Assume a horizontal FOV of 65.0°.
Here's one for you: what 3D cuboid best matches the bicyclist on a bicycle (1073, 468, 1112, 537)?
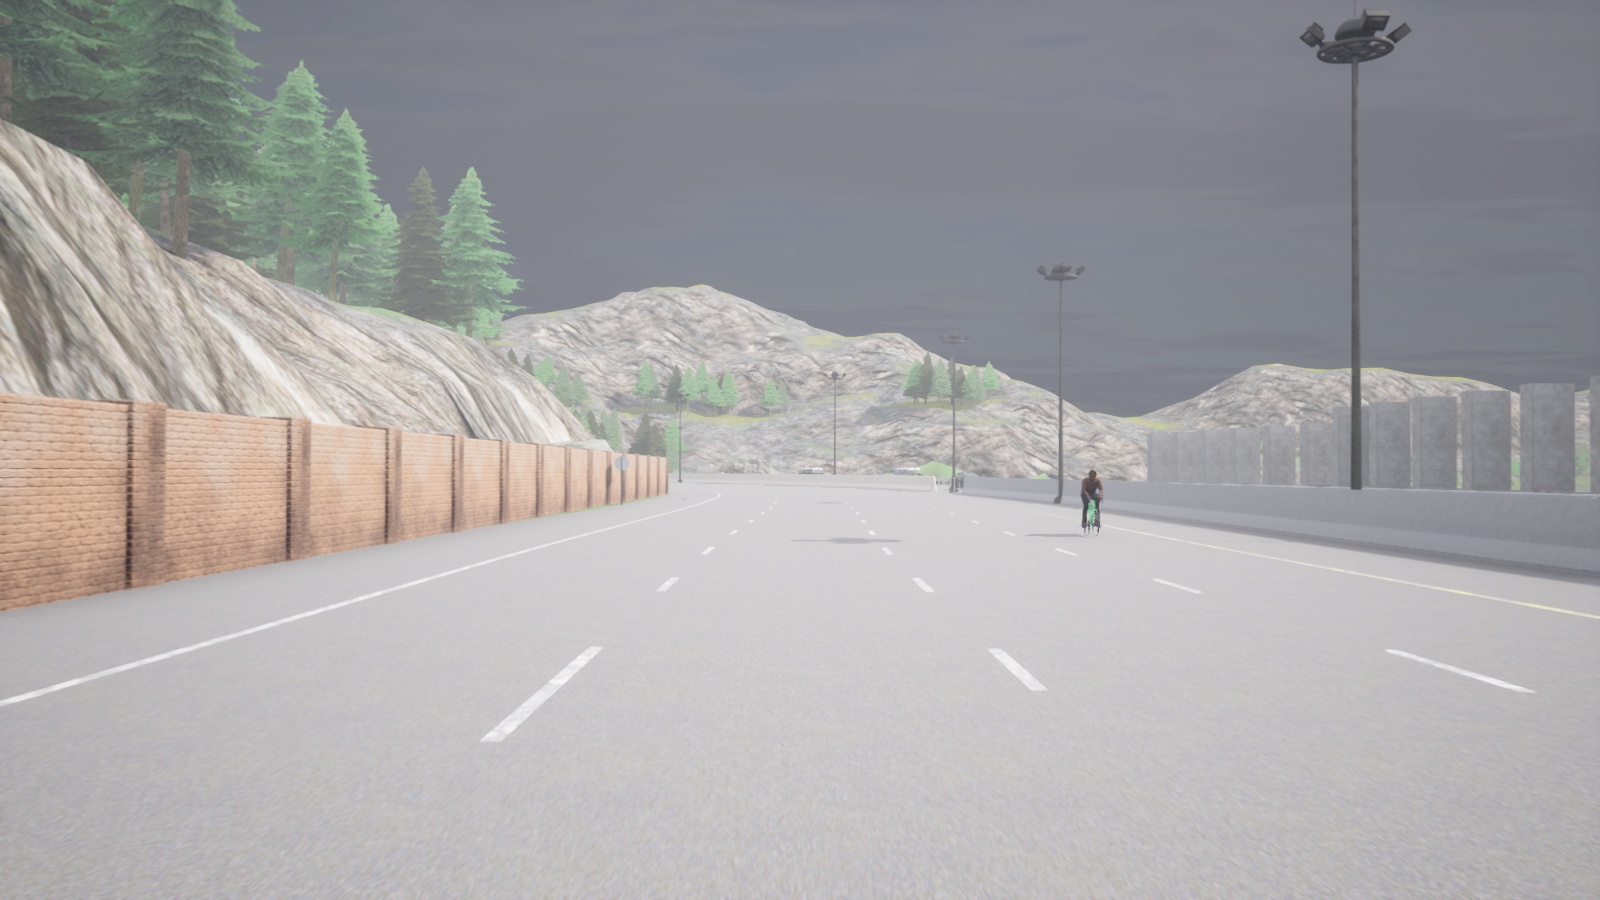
[{"bbox_3d":[7.055,1.247,30.326,0.582,1.620,1.656,0,-1,1],"label":"bicyclist on a bicycle"}]
